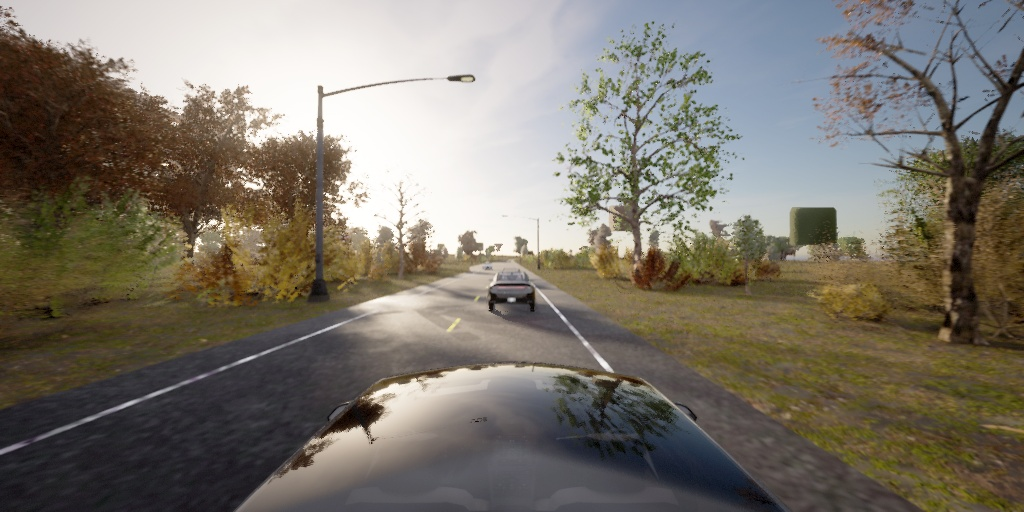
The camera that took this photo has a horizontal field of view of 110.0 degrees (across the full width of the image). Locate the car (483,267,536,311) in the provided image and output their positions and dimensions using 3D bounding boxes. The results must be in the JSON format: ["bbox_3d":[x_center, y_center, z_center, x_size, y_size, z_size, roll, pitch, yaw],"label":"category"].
[{"bbox_3d":[-0.003,1.382,15.341,2.128,1.511,4.902,0,0,0],"label":"car"}]
